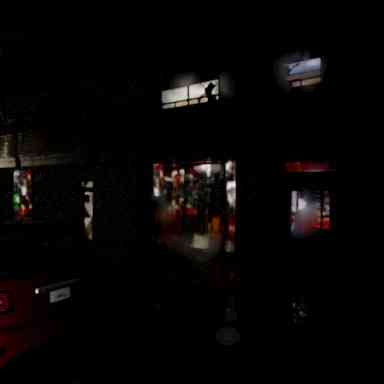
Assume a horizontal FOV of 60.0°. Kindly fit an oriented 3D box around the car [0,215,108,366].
[{"bbox_3d":[-3.517,1.302,5.349,5.009,1.841,2.192,0,1,35],"label":"car"}]
